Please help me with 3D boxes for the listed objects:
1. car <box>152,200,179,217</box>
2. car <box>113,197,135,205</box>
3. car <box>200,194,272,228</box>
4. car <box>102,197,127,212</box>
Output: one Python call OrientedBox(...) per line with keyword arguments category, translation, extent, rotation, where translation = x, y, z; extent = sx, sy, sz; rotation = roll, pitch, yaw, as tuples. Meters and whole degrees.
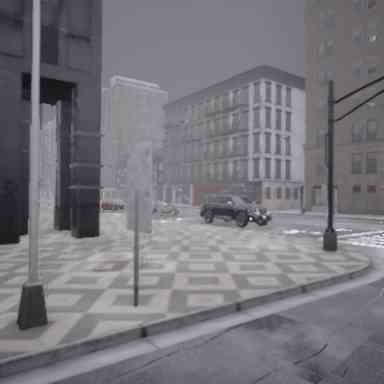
OrientedBox(category="car", translation=(-2.995, 1.498, 30.725), extent=(1.812, 1.442, 4.674), rotation=(1, -1, -35))
OrientedBox(category="car", translation=(-12.498, 1.654, 61.047), extent=(2.033, 1.411, 5.357), rotation=(1, -1, -36))
OrientedBox(category="car", translation=(2.828, 1.191, 22.602), extent=(2.150, 2.045, 5.566), rotation=(1, -1, -36))
OrientedBox(category="car", translation=(-8.950, 1.457, 39.065), extent=(1.882, 1.535, 5.008), rotation=(1, -1, -36))
